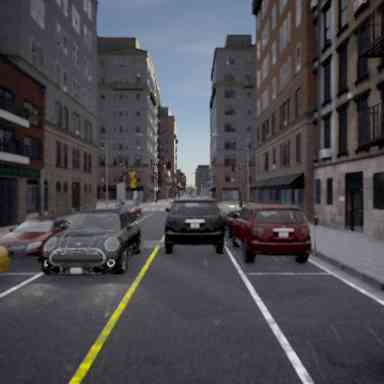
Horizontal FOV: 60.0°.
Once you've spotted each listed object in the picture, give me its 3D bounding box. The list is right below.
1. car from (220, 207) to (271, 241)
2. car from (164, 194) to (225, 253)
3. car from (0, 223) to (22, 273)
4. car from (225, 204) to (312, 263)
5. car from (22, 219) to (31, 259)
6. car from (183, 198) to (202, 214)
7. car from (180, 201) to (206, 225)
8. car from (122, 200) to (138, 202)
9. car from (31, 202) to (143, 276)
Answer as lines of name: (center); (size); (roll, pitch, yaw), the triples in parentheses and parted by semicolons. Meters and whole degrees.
car: (2.624, 1.566, 17.389); (1.947, 1.339, 4.313); (0, 0, 0)
car: (0.056, 1.221, 13.852); (2.150, 2.045, 5.566); (0, 0, -1)
car: (-5.392, 1.524, 6.309); (1.752, 1.417, 4.829); (0, 0, 0)
car: (2.627, 1.314, 11.935); (2.192, 1.841, 5.009); (0, 0, 0)
car: (-5.396, 1.581, 11.933); (1.802, 1.307, 4.206); (0, 0, 0)
car: (0.070, 1.495, 36.348); (1.882, 1.535, 5.008); (0, 0, 0)
car: (0.079, 1.510, 25.294); (1.837, 1.490, 4.892); (0, 0, 0)
car: (-5.409, 1.449, 28.293); (1.967, 1.590, 4.097); (0, 0, 0)
car: (-2.857, 1.350, 10.451); (2.097, 1.767, 4.553); (0, 0, 0)
